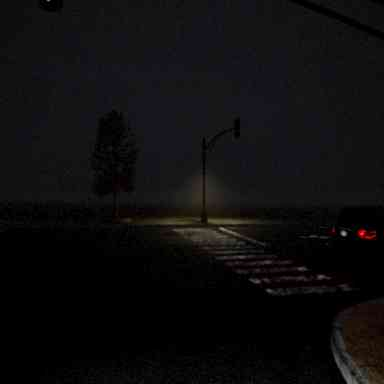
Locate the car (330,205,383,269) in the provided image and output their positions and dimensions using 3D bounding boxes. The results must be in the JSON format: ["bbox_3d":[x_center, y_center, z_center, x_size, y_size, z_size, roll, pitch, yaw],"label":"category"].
[{"bbox_3d":[7.669,1.525,11.612,5.566,2.045,2.150,1,0,-12],"label":"car"}]
